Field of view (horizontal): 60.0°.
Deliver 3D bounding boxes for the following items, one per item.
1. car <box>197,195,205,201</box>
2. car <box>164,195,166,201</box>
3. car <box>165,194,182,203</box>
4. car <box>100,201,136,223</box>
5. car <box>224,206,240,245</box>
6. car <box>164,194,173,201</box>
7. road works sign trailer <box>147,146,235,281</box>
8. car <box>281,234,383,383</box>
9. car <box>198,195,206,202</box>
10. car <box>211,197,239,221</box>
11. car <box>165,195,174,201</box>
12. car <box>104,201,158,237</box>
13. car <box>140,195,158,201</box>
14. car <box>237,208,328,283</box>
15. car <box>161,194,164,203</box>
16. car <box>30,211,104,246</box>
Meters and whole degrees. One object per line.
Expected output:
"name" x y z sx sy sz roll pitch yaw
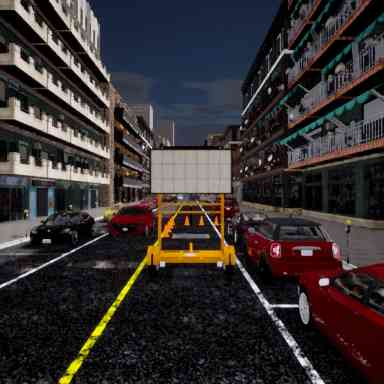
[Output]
"car" 2.437 1.516 88.585 1.887 1.381 4.507 0 0 0
"car" -5.847 1.569 54.747 1.802 1.307 4.206 0 0 0
"car" -3.248 1.490 59.045 1.837 1.490 4.892 0 0 0
"car" -5.764 1.523 26.394 1.752 1.417 4.829 0 0 0
"car" 2.649 1.550 15.312 2.008 1.369 4.403 0 0 0
"car" -5.927 1.414 82.927 1.967 1.590 4.097 0 0 0
"road works sign trailer" -0.027 0.464 9.800 2.380 3.560 2.880 0 0 0
"car" 2.682 1.545 4.039 1.887 1.381 4.507 0 0 0
"car" 2.469 1.502 77.482 1.752 1.417 4.829 0 0 0
"car" 2.617 1.312 26.585 2.192 1.841 5.009 0 0 0
"car" -5.944 1.516 88.565 1.887 1.381 4.507 0 0 0
"car" -3.151 1.476 18.124 1.882 1.535 5.008 0 0 0
"car" -5.813 1.432 43.474 1.967 1.590 4.097 0 0 0
"car" 2.665 1.440 9.676 1.967 1.590 4.097 0 0 0
"car" -5.829 1.305 49.110 2.192 1.841 5.009 0 0 0
"car" -5.732 1.565 15.290 1.947 1.339 4.313 0 0 0
